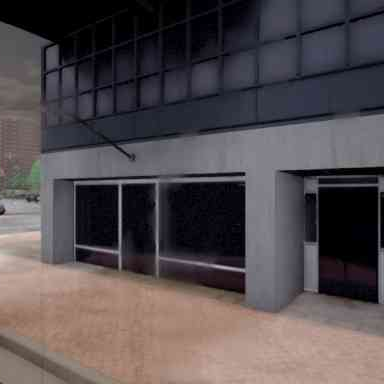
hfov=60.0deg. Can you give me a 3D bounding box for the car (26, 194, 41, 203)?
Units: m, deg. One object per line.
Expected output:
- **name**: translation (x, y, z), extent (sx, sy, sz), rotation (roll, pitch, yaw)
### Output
- **car**: translation (-30.218, 1.153, 64.697), extent (4.605, 1.855, 1.932), rotation (0, 0, 35)

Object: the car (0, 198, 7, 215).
- **car**: translation (-17.866, 1.491, 27.171), extent (2.128, 1.511, 4.902), rotation (0, 0, 36)
